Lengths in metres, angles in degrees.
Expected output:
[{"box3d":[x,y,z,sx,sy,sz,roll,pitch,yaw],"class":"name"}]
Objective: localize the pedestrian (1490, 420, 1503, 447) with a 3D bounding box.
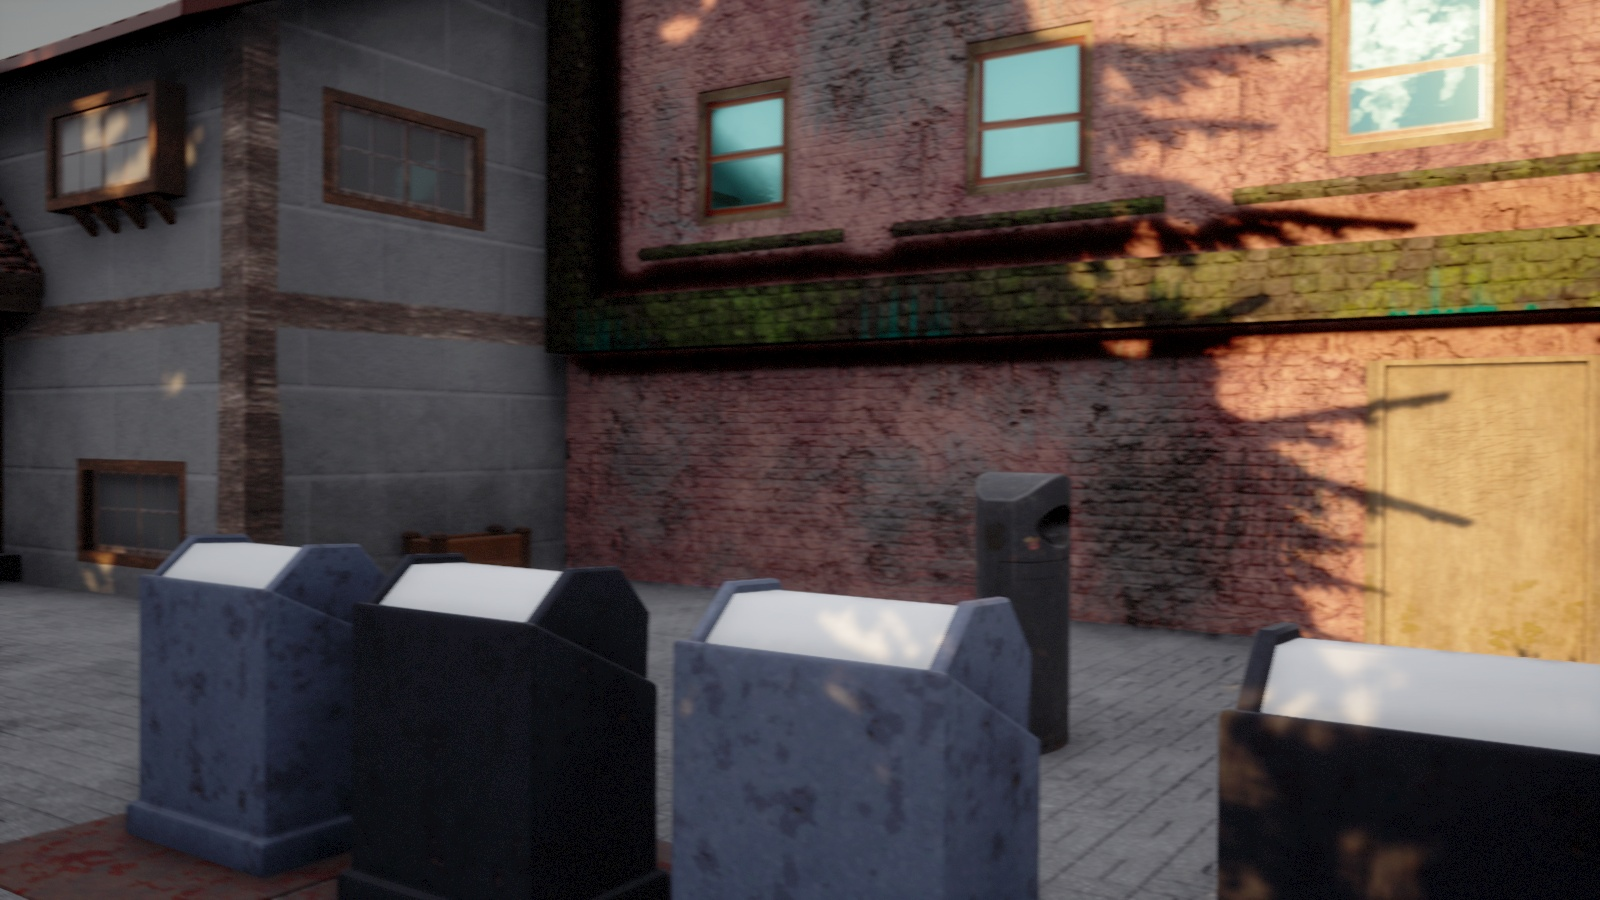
[{"box3d":[46.445,-1.096,83.748,0.726,1.835,0.370,0,1,32],"class":"pedestrian"}]
